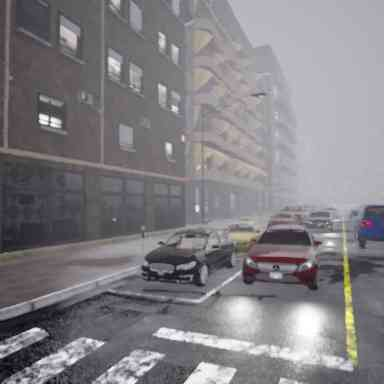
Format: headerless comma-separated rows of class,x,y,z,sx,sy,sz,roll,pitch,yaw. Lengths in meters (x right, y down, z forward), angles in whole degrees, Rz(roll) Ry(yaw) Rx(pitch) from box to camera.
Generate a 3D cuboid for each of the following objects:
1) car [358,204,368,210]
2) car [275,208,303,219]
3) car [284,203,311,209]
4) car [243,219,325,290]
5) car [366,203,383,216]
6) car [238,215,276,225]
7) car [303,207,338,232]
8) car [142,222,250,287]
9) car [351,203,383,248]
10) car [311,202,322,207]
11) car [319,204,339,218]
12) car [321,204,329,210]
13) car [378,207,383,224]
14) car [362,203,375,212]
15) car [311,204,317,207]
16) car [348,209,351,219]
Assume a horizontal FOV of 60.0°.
car,39.869,3.486,77.692,1.947,1.339,4.313,-1,-2,24
car,7.017,2.198,25.381,1.887,1.381,4.507,-1,-2,24
car,9.311,2.100,30.459,2.192,1.841,5.009,-1,-2,24
car,2.861,1.748,9.938,1.812,1.442,4.674,-1,-2,23
car,26.108,2.435,47.267,2.192,1.841,5.009,-1,-2,24
car,2.360,1.912,15.082,1.752,1.417,4.829,-1,-2,24
car,9.773,2.121,25.206,1.837,1.490,4.892,-1,-2,24
car,0.136,1.811,10.165,2.008,1.369,4.403,-1,-2,24
car,9.275,1.569,16.336,2.150,2.045,5.566,-1,-2,24
car,16.192,2.496,45.674,2.192,1.841,5.009,-1,-2,24
car,17.339,2.616,41.702,1.812,1.442,4.674,-1,-2,24
car,34.541,3.830,86.241,1.802,1.307,4.206,-1,-2,24
car,19.297,2.252,32.201,1.752,1.417,4.829,-1,-2,24
car,34.452,3.037,64.991,1.801,1.575,5.366,-1,-2,24
car,13.828,2.570,40.442,1.752,1.417,4.829,-1,-2,24
car,19.771,2.477,39.600,1.812,1.442,4.674,-1,-2,25
